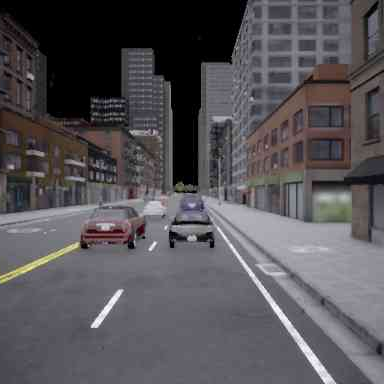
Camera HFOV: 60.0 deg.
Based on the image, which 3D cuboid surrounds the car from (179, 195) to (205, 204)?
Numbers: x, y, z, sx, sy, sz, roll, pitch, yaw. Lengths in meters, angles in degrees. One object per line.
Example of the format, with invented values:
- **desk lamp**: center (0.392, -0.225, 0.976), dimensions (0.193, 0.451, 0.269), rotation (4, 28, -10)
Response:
- **car**: center (0.000, 1.265, 29.680), dimensions (2.150, 2.045, 5.566), rotation (0, 0, 0)

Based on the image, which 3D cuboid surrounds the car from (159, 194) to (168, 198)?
- **car**: center (-6.500, 1.321, 75.942), dimensions (2.097, 1.767, 4.553), rotation (0, 0, 0)

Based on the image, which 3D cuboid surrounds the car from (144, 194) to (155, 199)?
- **car**: center (-9.750, 1.321, 75.942), dimensions (2.097, 1.767, 4.553), rotation (0, 0, 0)

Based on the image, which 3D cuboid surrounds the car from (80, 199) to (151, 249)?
- **car**: center (-3.249, 1.369, 14.620), dimensions (2.097, 1.767, 4.553), rotation (0, 0, 0)

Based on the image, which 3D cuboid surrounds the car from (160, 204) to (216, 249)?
- **car**: center (0.000, 1.498, 14.650), dimensions (2.128, 1.511, 4.902), rotation (0, 0, 0)

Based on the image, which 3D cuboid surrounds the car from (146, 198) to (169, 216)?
- **car**: center (-3.250, 1.540, 29.650), dimensions (1.812, 1.442, 4.674), rotation (0, 0, 0)
